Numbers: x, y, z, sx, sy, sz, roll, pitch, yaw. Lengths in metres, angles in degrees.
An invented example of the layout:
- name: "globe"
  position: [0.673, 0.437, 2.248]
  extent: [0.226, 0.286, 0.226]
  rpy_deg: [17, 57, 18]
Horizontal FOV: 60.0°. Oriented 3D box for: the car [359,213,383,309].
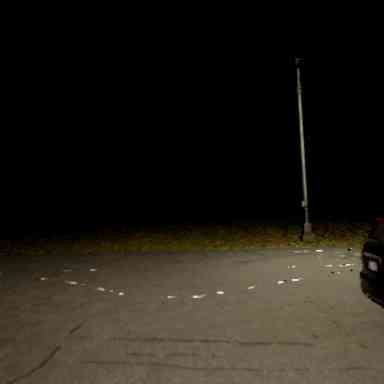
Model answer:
- name: "car"
  position: [5.908, 1.173, 5.740]
  extent: [5.566, 2.045, 2.150]
  rpy_deg: [-5, -2, 5]
